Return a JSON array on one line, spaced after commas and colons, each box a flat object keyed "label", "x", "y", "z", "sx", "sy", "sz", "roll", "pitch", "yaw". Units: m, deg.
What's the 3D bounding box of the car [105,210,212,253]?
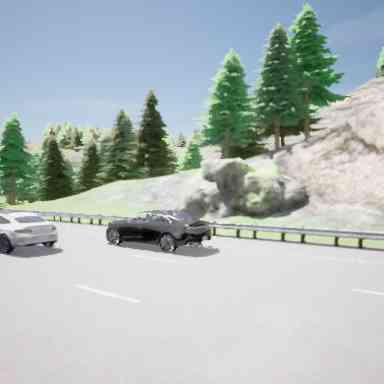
[{"label": "car", "x": -1.502, "y": 1.495, "z": 13.664, "sx": 4.902, "sy": 1.511, "sz": 2.128, "roll": 0, "pitch": 0, "yaw": 36}]

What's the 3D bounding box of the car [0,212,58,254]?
[{"label": "car", "x": -7.305, "y": 1.530, "z": 13.505, "sx": 4.674, "sy": 1.442, "sz": 1.812, "roll": 0, "pitch": 0, "yaw": 36}]
